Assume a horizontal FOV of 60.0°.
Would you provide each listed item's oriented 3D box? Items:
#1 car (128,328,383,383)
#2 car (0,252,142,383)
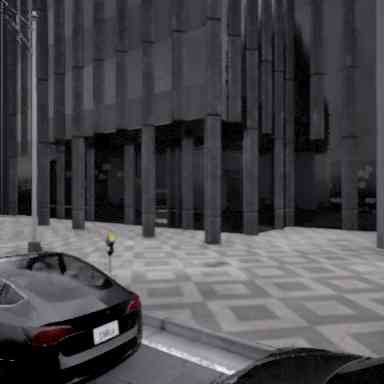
[{"bbox_3d":[1.940,1.567,1.581,4.313,1.339,1.947,0,0,36],"label":"car"},{"bbox_3d":[-2.626,1.561,4.839,4.313,1.339,1.947,0,0,36],"label":"car"}]
